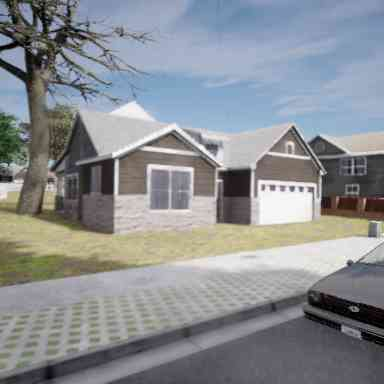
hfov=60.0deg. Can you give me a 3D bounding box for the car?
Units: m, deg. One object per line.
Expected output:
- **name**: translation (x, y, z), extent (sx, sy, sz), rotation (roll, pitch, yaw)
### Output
- **car**: translation (4.397, 1.570, 6.164), extent (5.357, 1.411, 2.033), rotation (0, 0, -35)
